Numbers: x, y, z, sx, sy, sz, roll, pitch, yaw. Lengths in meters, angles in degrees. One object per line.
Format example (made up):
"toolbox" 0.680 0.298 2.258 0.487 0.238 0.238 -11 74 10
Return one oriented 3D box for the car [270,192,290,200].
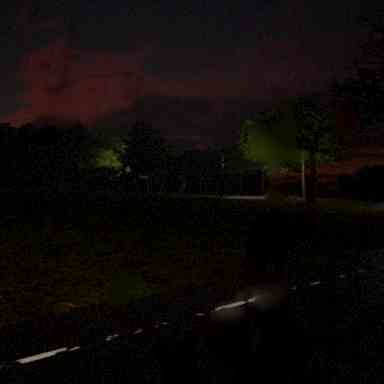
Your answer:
"car" 19.741 0.891 74.404 2.097 1.767 4.553 0 2 -35
